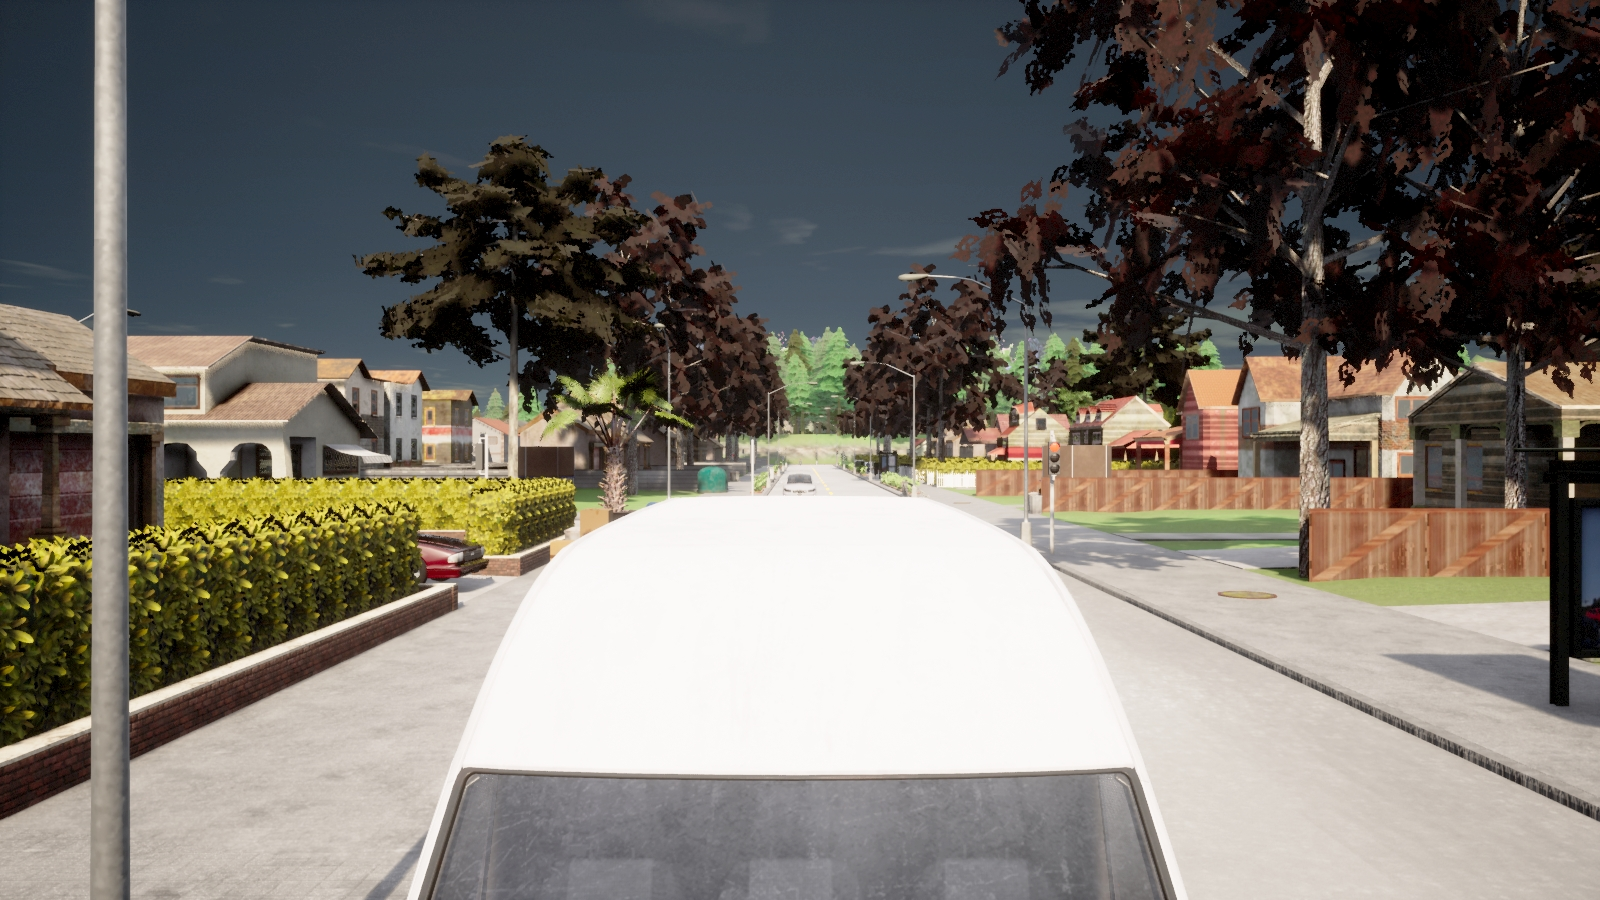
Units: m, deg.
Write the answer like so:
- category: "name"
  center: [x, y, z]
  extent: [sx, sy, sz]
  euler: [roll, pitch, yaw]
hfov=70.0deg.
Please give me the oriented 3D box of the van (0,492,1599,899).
- category: "van"
  center: [0.002, 1.537, 4.030]
  extent: [1.988, 2.561, 5.915]
  euler: [0, 0, 0]

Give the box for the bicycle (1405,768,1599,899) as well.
- category: "bicycle"
  center: [2.687, 2.062, 3.843]
  extent: [0.329, 1.471, 1.835]
  euler: [0, 0, 0]

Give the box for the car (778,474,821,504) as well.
- category: "car"
  center: [-0.018, 2.087, 61.748]
  extent: [2.231, 1.480, 4.892]
  euler: [0, 0, 0]
